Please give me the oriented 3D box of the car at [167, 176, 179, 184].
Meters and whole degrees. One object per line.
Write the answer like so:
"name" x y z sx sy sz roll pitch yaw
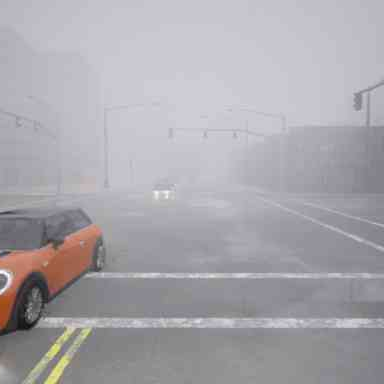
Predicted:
"car" -3.549 -2.275 61.448 1.895 1.301 4.718 0 4 0

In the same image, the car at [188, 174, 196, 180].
"car" 0.022 -3.693 80.724 2.033 1.411 5.357 0 4 0

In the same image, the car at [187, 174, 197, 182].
"car" 0.020 -2.968 70.897 1.994 1.385 4.181 0 4 0

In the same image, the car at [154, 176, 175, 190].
"car" -3.586 -0.961 41.423 1.994 1.385 4.181 0 4 0

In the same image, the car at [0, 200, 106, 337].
"car" -3.388 1.167 6.626 2.097 1.767 4.553 0 3 4

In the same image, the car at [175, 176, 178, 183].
"car" -3.580 -1.689 51.329 1.837 1.490 4.892 0 4 0
